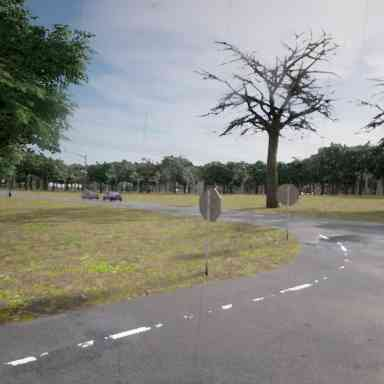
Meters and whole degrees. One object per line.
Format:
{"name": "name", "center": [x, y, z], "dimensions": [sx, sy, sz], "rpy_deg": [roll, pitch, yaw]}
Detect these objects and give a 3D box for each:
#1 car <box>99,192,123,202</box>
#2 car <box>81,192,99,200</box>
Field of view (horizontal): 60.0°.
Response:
{"name": "car", "center": [-12.368, 0.716, 51.843], "dimensions": [1.812, 1.442, 4.674], "rpy_deg": [2, -1, -35]}
{"name": "car", "center": [-18.320, 0.689, 60.039], "dimensions": [2.033, 1.411, 5.357], "rpy_deg": [2, -1, -36]}
